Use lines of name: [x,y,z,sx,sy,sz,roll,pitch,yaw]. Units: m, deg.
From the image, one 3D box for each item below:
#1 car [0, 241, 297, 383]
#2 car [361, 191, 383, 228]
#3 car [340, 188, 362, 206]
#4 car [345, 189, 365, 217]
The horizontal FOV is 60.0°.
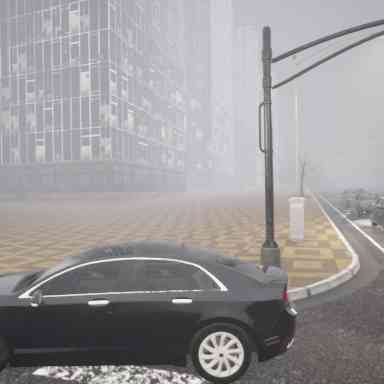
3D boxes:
car: [-1.047,1.505,4.762,4.892,1.490,1.837,0,0,0]
car: [9.054,0.928,14.386,2.128,1.511,4.902,-1,2,18]
car: [13.112,0.454,26.740,2.128,1.511,4.902,-1,2,18]
car: [11.110,0.759,20.678,1.994,1.385,4.181,-1,2,17]
